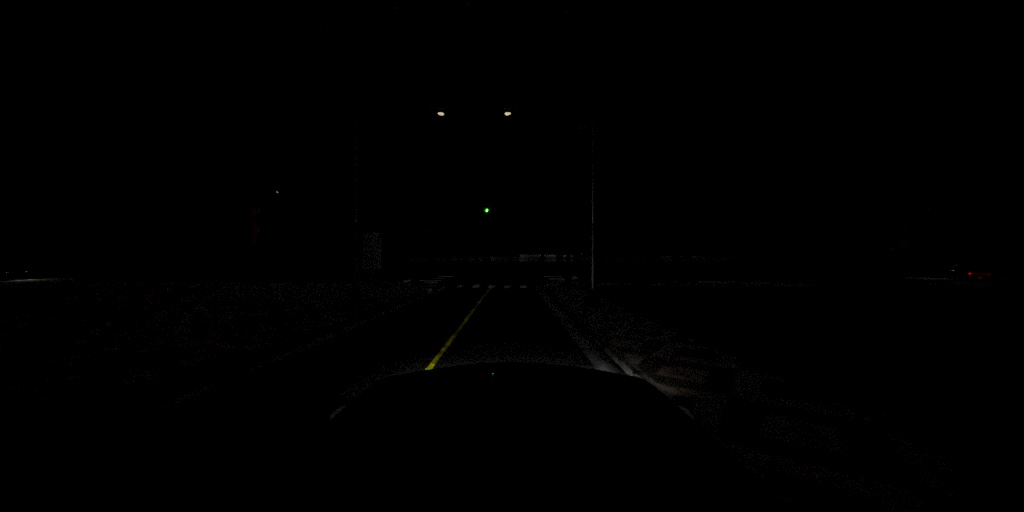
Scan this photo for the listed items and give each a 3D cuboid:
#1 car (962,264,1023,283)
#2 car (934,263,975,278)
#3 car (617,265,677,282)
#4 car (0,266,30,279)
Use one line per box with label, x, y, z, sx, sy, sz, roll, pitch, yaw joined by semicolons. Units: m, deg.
car;42.240;1.605;30.622;4.718;1.301;1.895;0;0;1
car;46.820;1.469;37.143;4.674;1.442;1.812;0;0;0
car;11.576;1.508;30.879;4.902;1.511;2.128;0;0;0
car;-49.502;1.413;33.919;5.357;1.411;2.033;0;0;-3
